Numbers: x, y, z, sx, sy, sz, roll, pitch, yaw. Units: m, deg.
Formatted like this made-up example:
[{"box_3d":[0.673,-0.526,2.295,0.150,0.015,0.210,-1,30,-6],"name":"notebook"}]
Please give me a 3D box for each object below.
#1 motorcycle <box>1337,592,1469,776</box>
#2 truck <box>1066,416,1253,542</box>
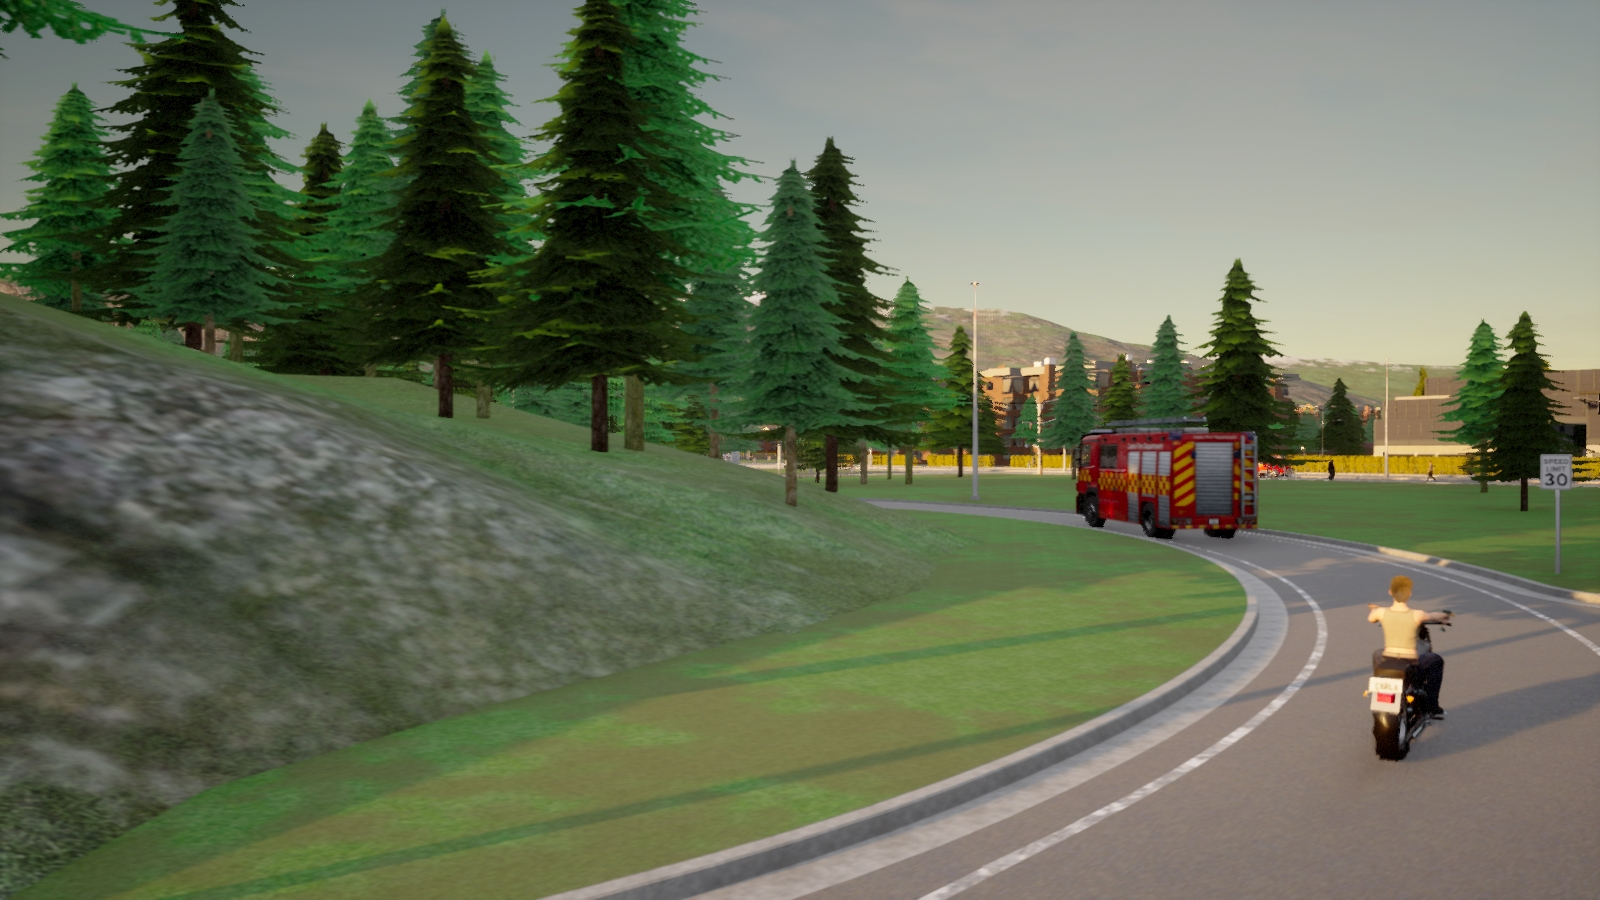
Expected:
[{"box_3d":[5.845,2.155,10.990,0.764,1.307,2.356,0,0,37],"name":"motorcycle"},{"box_3d":[11.960,0.891,39.074,2.891,3.827,8.468,0,0,-7],"name":"truck"}]
